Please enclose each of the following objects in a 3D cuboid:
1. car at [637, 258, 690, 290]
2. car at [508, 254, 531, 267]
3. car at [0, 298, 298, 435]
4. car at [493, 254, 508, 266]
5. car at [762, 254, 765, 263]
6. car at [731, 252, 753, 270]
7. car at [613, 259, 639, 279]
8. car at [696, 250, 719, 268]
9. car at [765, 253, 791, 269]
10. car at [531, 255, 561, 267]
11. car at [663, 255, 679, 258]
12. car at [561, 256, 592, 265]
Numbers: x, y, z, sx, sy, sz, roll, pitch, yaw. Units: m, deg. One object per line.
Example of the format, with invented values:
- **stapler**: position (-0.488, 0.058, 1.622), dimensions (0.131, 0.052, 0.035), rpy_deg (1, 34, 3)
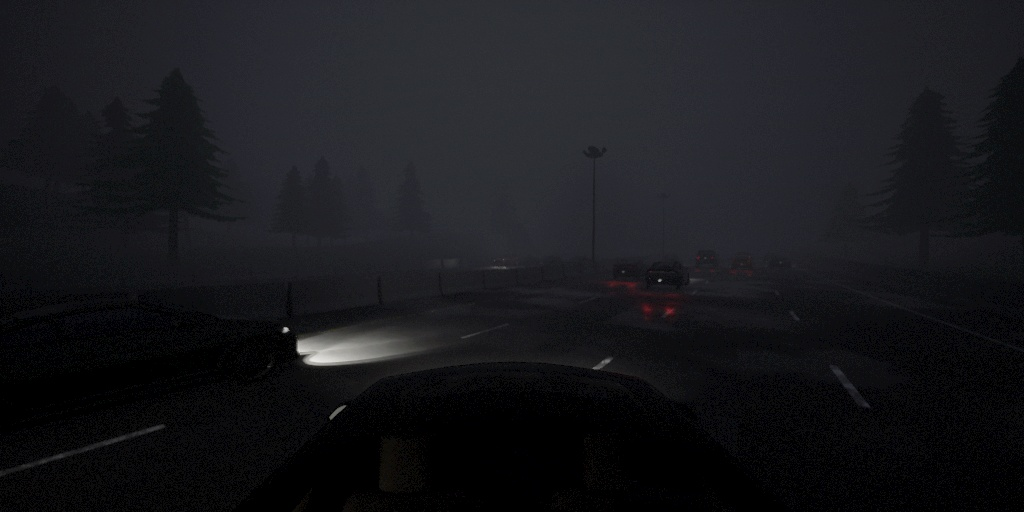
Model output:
- **car**: position (9.254, 1.067, 21.231), dimensions (2.128, 1.511, 4.902), rpy_deg (0, 1, 33)
- **car**: position (2.018, 0.676, 48.833), dimensions (2.128, 1.511, 4.902), rpy_deg (0, 1, 34)
- **car**: position (-5.468, 1.295, 5.041), dimensions (1.994, 1.385, 4.181), rpy_deg (0, 0, 33)
- **car**: position (-0.688, 0.515, 51.084), dimensions (2.097, 1.767, 4.553), rpy_deg (0, 1, 34)
- **car**: position (37.822, 0.248, 52.265), dimensions (1.994, 1.385, 4.181), rpy_deg (0, 2, 33)
- **car**: position (25.123, 0.640, 39.182), dimensions (1.882, 1.535, 5.008), rpy_deg (0, 1, 33)
- **car**: position (9.338, 0.966, 27.773), dimensions (1.882, 1.535, 5.008), rpy_deg (0, 1, 33)
- **car**: position (23.436, 0.314, 42.999), dimensions (2.150, 2.045, 5.566), rpy_deg (0, 1, 33)
- **car**: position (30.050, 0.650, 40.333), dimensions (1.994, 1.385, 4.181), rpy_deg (0, 2, 33)
- **car**: position (4.950, 0.688, 46.922), dimensions (2.128, 1.511, 4.902), rpy_deg (0, 1, 34)
- **car**: position (18.732, 0.653, 42.195), dimensions (2.128, 1.511, 4.902), rpy_deg (0, 1, 33)
- **car**: position (8.661, 0.724, 46.178), dimensions (2.033, 1.411, 5.357), rpy_deg (0, 1, 33)
